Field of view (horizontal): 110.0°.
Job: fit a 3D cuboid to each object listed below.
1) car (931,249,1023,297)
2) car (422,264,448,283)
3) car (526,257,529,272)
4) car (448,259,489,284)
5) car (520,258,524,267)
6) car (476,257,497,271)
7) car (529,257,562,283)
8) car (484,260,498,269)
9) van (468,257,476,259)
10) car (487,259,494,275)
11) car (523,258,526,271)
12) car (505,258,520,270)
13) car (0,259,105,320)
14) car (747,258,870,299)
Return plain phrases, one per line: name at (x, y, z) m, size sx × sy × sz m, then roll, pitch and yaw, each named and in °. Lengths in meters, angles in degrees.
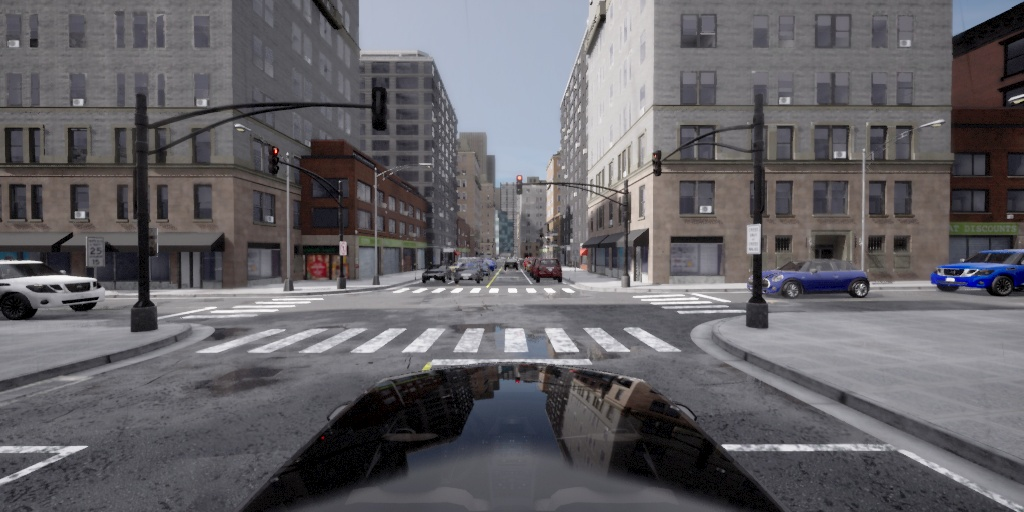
car at (22.980, 0.708, 16.541) m, size 5.566 × 2.045 × 2.150 m, roll -1°, pitch 1°, yaw 0°
car at (-5.777, 1.319, 28.121) m, size 1.948 × 1.339 × 4.313 m, roll 0°, pitch 0°, yaw 0°
car at (2.725, 1.069, 33.744) m, size 2.192 × 1.841 × 5.009 m, roll 0°, pitch 0°, yaw 0°
car at (-3.201, 1.245, 27.292) m, size 2.128 × 1.511 × 4.902 m, roll 0°, pitch 0°, yaw 0°
car at (2.655, 1.067, 50.501) m, size 2.192 × 1.841 × 5.009 m, roll 0°, pitch 0°, yaw 0°
car at (-3.273, 1.231, 47.045) m, size 1.882 × 1.535 × 5.008 m, roll 0°, pitch 0°, yaw 0°
car at (2.749, 1.068, 28.158) m, size 2.192 × 1.841 × 5.009 m, roll 0°, pitch 0°, yaw 0°
car at (-3.292, 1.298, 57.426) m, size 2.033 × 1.411 × 5.357 m, roll 0°, pitch 0°, yaw 0°
van at (-5.851, 1.094, 44.878) m, size 1.690 × 1.789 × 3.998 m, roll 0°, pitch 0°, yaw 0°
car at (-3.242, 1.302, 37.113) m, size 2.033 × 1.411 × 5.357 m, roll 0°, pitch 0°, yaw 0°
car at (2.678, 1.279, 45.085) m, size 1.751 × 1.417 × 4.829 m, roll 0°, pitch 0°, yaw 0°
car at (-0.123, 1.229, 53.277) m, size 1.882 × 1.535 × 5.008 m, roll 0°, pitch 0°, yaw 0°
car at (-18.449, 1.145, 12.986) m, size 5.566 × 2.045 × 2.150 m, roll -1°, pitch 1°, yaw -2°
car at (13.404, 0.938, 16.435) m, size 4.553 × 1.767 × 2.097 m, roll -1°, pitch 1°, yaw -1°
